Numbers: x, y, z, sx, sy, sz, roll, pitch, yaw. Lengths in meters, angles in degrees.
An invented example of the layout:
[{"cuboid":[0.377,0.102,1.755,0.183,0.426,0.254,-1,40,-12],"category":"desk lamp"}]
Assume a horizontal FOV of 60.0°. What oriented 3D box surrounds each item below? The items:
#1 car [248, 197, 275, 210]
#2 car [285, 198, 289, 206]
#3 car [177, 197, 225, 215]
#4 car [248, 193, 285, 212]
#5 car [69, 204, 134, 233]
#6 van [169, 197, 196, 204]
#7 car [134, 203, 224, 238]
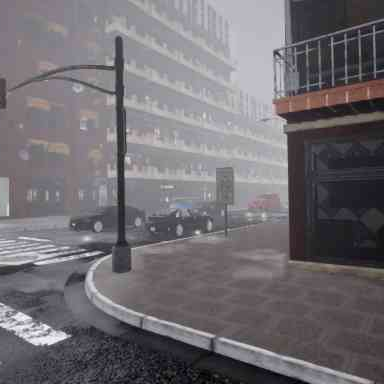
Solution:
[{"cuboid":[9.287,1.431,44.040,1.967,1.590,4.097,-1,-1,36],"category":"car"},{"cuboid":[15.672,1.496,52.962,1.752,1.417,4.829,-1,-1,36],"category":"car"},{"cuboid":[1.129,1.479,28.394,1.837,1.490,4.892,-1,-1,35],"category":"car"},{"cuboid":[8.505,1.168,38.699,2.150,2.045,5.566,-1,0,36],"category":"car"},{"cuboid":[-4.919,1.476,19.944,1.882,1.535,5.008,-1,-1,36],"category":"car"},{"cuboid":[-0.438,1.365,30.449,1.690,1.788,3.998,-1,-1,36],"category":"van"},{"cuboid":[-0.507,1.435,16.803,2.008,1.369,4.403,-1,-1,36],"category":"car"}]
